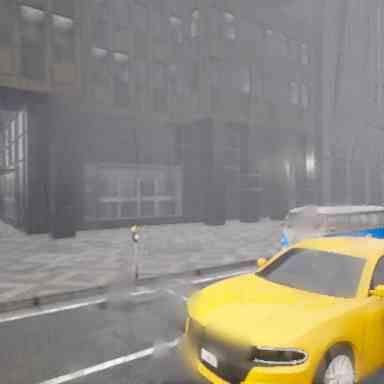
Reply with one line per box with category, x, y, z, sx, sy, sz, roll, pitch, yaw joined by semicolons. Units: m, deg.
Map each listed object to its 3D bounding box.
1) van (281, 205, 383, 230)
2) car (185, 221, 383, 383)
van;4.314;1.302;9.724;3.998;1.788;1.690;0;0;-35
car;2.216;1.458;4.948;5.008;1.535;1.882;0;0;-35
